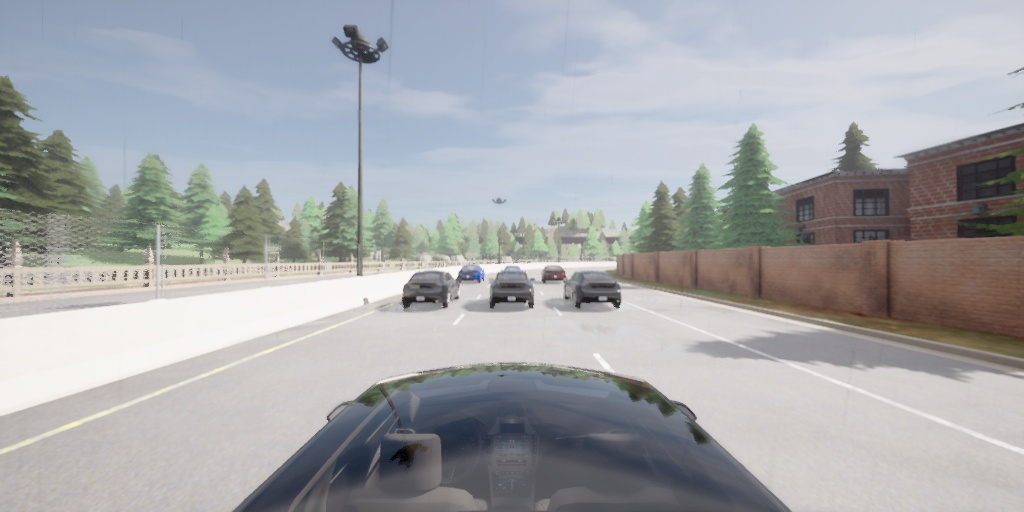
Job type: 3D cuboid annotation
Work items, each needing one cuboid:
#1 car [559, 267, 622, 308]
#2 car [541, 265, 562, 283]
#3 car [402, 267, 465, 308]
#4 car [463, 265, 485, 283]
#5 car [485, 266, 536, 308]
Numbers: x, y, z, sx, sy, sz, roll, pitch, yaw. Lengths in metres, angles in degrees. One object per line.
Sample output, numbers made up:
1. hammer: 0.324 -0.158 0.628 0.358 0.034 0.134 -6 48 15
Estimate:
1. car: 3.498 1.394 16.155 1.837 1.490 4.892 0 0 0
2. car: 3.548 1.504 31.025 1.882 1.535 5.008 0 0 2
3. car: -3.502 1.394 16.149 1.837 1.490 4.892 0 0 0
4. car: -3.451 1.506 31.193 1.882 1.535 5.008 0 0 2
5. car: -0.002 1.394 16.151 1.837 1.490 4.892 0 0 0
